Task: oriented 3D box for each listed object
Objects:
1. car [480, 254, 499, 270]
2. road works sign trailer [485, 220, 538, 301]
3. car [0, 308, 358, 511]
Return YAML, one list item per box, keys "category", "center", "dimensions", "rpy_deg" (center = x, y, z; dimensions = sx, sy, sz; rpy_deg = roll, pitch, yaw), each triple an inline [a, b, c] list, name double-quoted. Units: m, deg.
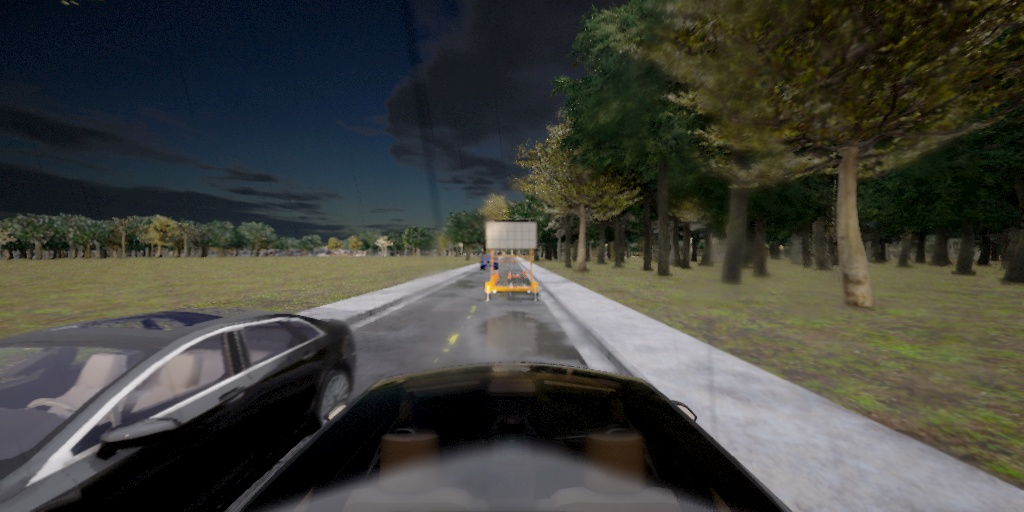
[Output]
- category: "car"
  center: [-2.857, 0.714, 46.357]
  dimensions: [2.150, 2.045, 5.566]
  rpy_deg: [0, 0, 0]
- category: "road works sign trailer"
  center: [-0.011, 0.128, 16.545]
  dimensions: [2.380, 3.560, 2.880]
  rpy_deg: [0, 0, 0]
- category: "car"
  center: [-2.853, 1.236, 2.585]
  dimensions: [2.128, 1.511, 4.902]
  rpy_deg: [0, 0, 0]
